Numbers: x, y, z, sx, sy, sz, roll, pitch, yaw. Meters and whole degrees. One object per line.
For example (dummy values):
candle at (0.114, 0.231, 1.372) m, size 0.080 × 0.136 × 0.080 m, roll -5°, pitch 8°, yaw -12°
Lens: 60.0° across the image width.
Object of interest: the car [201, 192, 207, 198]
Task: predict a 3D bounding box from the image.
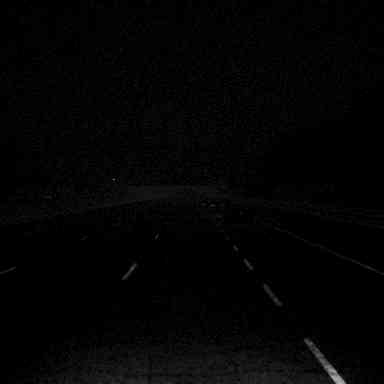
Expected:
car at (3.474, 1.386, 71.672) m, size 1.882 × 1.535 × 5.008 m, roll 0°, pitch 0°, yaw 0°

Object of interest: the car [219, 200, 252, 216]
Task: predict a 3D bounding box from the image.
car at (3.490, 1.323, 26.177) m, size 1.882 × 1.535 × 5.008 m, roll 0°, pitch 0°, yaw 0°

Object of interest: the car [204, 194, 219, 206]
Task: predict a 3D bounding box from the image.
car at (3.480, 1.518, 55.119) m, size 1.994 × 1.385 × 4.181 m, roll 0°, pitch 0°, yaw 0°
